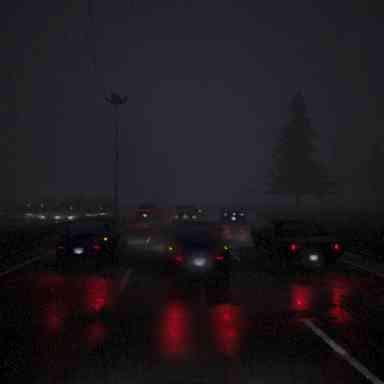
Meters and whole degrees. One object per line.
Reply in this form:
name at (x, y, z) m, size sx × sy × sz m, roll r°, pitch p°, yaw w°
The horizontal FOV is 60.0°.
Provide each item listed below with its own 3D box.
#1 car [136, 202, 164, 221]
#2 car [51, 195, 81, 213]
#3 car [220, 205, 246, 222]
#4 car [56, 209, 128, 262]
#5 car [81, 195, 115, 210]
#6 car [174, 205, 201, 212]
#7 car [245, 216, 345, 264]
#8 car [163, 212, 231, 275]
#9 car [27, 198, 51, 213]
car at (-3.643, 1.648, 29.095) m, size 1.837 × 1.490 × 4.892 m, roll 0°, pitch 0°, yaw 3°
car at (-14.618, 1.426, 40.881) m, size 2.150 × 2.045 × 5.566 m, roll 0°, pitch 0°, yaw 4°
car at (3.255, 1.733, 27.398) m, size 1.895 × 1.301 × 4.718 m, roll 0°, pitch 0°, yaw 3°
car at (-3.526, 1.587, 12.318) m, size 1.812 × 1.442 × 4.674 m, roll 0°, pitch 0°, yaw -3°
car at (-11.129, 1.423, 40.628) m, size 2.150 × 2.045 × 5.566 m, roll 0°, pitch 0°, yaw 4°
car at (-0.363, 1.665, 24.056) m, size 2.033 × 1.411 × 5.357 m, roll 0°, pitch 0°, yaw 1°
car at (3.482, 1.659, 12.031) m, size 1.895 × 1.301 × 4.718 m, roll 0°, pitch 0°, yaw -3°
car at (0.063, 1.578, 10.607) m, size 1.812 × 1.442 × 4.674 m, roll 0°, pitch 0°, yaw -3°
car at (-18.133, 1.558, 40.758) m, size 2.097 × 1.767 × 4.553 m, roll 0°, pitch 0°, yaw 4°
